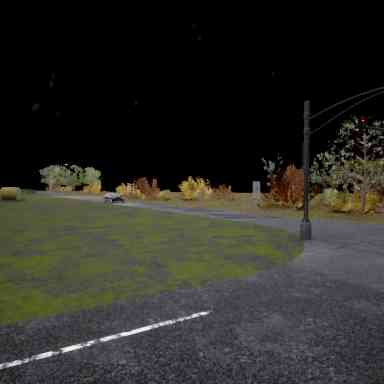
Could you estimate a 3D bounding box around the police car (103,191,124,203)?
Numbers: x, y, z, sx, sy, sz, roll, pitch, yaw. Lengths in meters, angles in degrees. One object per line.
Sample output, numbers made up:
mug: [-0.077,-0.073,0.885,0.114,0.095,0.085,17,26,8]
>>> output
police car: [-11.663,0.744,49.702,1.930,1.638,5.238,1,0,-32]
